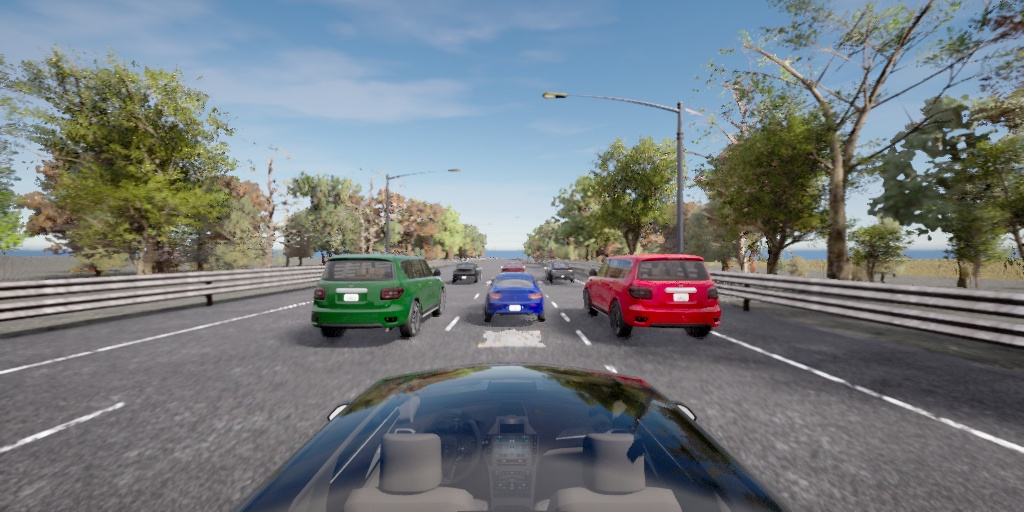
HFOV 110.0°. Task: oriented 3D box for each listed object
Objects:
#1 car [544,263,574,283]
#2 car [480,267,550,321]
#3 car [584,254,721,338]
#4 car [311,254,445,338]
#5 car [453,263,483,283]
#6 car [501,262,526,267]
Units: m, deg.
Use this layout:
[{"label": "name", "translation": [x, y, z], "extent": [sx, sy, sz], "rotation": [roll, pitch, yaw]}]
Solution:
[{"label": "car", "translation": [3.594, 1.249, 27.798], "extent": [2.128, 1.511, 4.902], "rotation": [0, 0, 0]}, {"label": "car", "translation": [0.091, 1.279, 12.274], "extent": [1.812, 1.442, 4.674], "rotation": [0, 0, 0]}, {"label": "car", "translation": [3.600, 0.974, 10.319], "extent": [2.150, 2.045, 5.566], "rotation": [0, 0, 0]}, {"label": "car", "translation": [-3.401, 0.973, 10.269], "extent": [2.150, 2.045, 5.566], "rotation": [0, 0, 0]}, {"label": "car", "translation": [-3.406, 1.263, 27.895], "extent": [1.837, 1.490, 4.892], "rotation": [0, 0, 0]}, {"label": "car", "translation": [0.093, 1.236, 29.378], "extent": [1.882, 1.535, 5.008], "rotation": [0, 0, 0]}]
